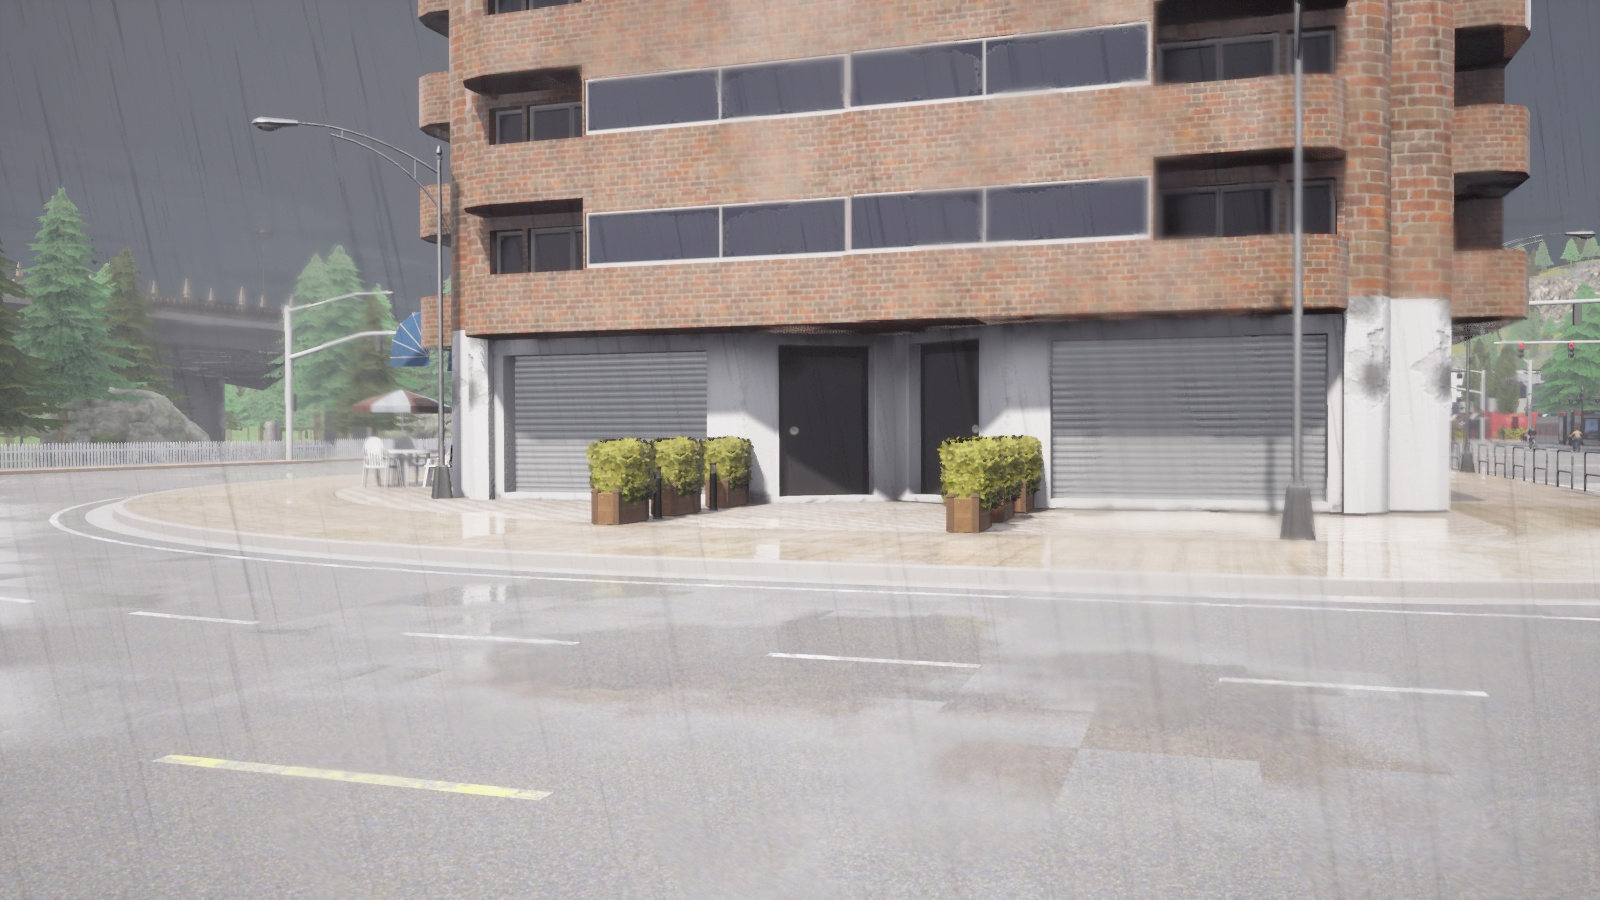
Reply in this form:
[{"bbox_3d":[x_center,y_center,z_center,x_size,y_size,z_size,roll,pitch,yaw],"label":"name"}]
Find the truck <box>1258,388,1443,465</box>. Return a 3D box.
[{"bbox_3d":[28.088,-1.211,64.536,8.468,3.827,2.891,1,1,19],"label":"truck"}]
